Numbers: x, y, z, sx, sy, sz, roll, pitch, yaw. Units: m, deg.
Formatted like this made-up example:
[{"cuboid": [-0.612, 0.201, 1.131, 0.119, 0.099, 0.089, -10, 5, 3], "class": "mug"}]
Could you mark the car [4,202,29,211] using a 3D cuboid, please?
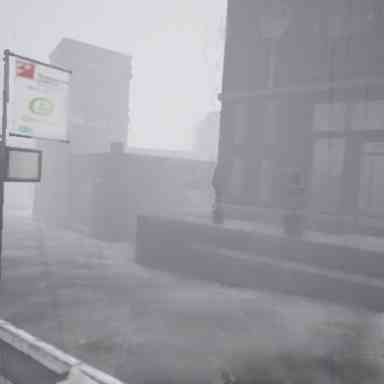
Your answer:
[{"cuboid": [-27.368, 2.239, 51.065, 1.895, 1.301, 4.718, 4, -1, 9], "class": "car"}]
